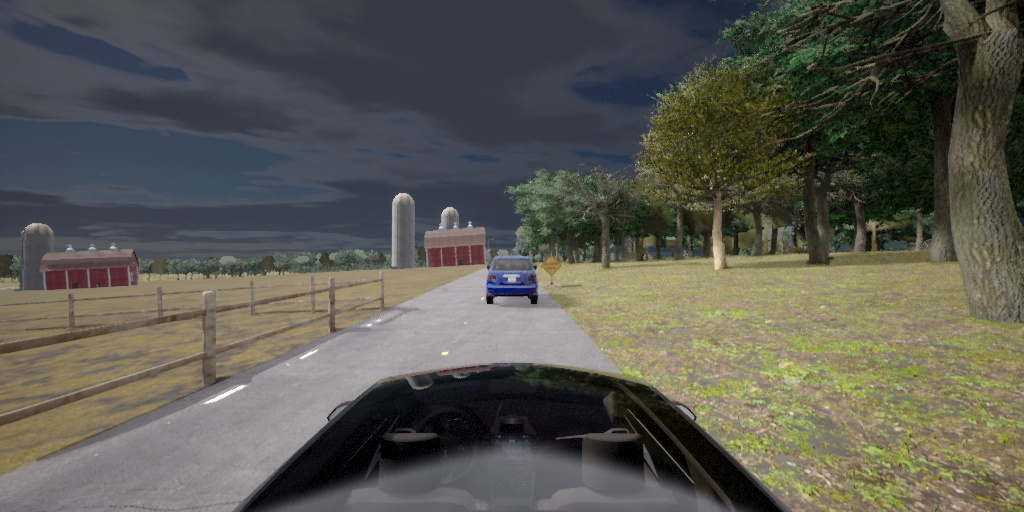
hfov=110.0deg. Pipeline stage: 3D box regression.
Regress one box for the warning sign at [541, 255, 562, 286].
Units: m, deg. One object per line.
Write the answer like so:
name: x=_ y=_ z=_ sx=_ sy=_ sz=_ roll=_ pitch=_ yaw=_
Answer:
warning sign: x=2.450 y=0.879 z=22.002 sx=1.300 sy=1.860 sz=1.060 roll=0 pitch=0 yaw=0

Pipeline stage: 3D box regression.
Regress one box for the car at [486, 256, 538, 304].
car: x=0.000 y=1.017 z=16.537 sx=2.150 sy=2.045 sz=5.566 roll=0 pitch=0 yaw=0
